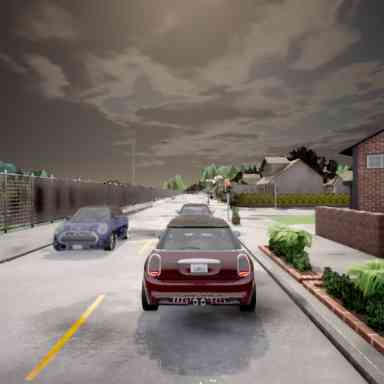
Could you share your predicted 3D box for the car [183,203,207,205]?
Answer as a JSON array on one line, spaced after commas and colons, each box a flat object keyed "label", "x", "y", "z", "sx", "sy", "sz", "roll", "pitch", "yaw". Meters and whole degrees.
[{"label": "car", "x": 0.168, "y": 1.357, "z": 17.627, "sx": 2.097, "sy": 1.767, "sz": 4.553, "roll": 0, "pitch": 0, "yaw": 0}]

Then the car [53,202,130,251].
[{"label": "car", "x": -4.024, "y": 1.356, "z": 13.988, "sx": 2.097, "sy": 1.767, "sz": 4.553, "roll": 0, "pitch": 0, "yaw": 0}]

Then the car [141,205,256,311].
[{"label": "car", "x": 0.127, "y": 1.354, "z": 7.929, "sx": 2.097, "sy": 1.767, "sz": 4.553, "roll": 0, "pitch": 0, "yaw": 0}]
